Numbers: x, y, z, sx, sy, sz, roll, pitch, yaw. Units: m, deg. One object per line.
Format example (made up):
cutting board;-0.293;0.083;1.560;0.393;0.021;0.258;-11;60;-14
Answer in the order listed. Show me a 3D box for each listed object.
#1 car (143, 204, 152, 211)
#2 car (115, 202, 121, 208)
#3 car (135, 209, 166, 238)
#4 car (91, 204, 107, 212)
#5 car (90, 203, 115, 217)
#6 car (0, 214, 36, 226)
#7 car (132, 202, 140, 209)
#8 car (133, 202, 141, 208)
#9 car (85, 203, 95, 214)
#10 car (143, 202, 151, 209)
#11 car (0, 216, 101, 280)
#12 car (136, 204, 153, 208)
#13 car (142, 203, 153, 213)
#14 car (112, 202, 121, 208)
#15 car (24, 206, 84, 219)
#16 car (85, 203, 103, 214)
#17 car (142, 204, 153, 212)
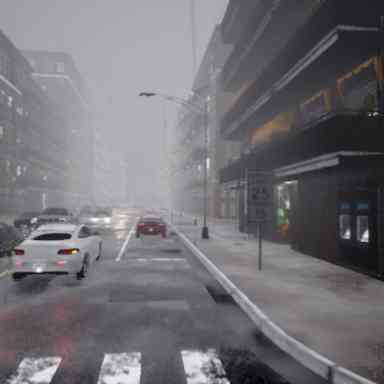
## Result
car;-9.478;3.242;70.682;1.802;1.307;4.206;2;-2;-8
car;-20.079;3.482;86.420;1.887;1.381;4.507;2;-2;-8
car;-2.522;1.963;20.223;1.887;1.381;4.507;2;-2;-8
car;-16.256;2.793;58.378;2.008;1.369;4.403;2;-2;-8
car;-11.446;2.496;42.807;1.895;1.301;4.718;1;-2;-7
car;-7.176;1.657;10.861;2.033;1.411;5.357;1;-2;-8
car;-13.585;3.396;80.822;2.033;1.411;5.357;1;-2;-8
car;-15.019;3.532;91.357;2.128;1.511;4.902;1;-2;-8
car;-14.727;2.531;47.162;1.947;1.339;4.313;2;-2;-8
car;-11.767;3.517;87.511;1.967;1.590;4.097;2;-2;-8
car;-3.963;1.663;10.251;1.812;1.442;4.674;1;-2;-8
car;-4.889;2.375;37.035;1.887;1.381;4.507;2;-2;-8
car;-7.944;2.823;59.470;1.967;1.590;4.097;2;-2;-8
car;-20.819;3.597;91.859;1.752;1.417;4.829;2;-2;-8
car;-8.561;1.715;21.071;2.097;1.767;4.553;1;-2;-8
car;-15.488;2.544;52.774;1.967;1.590;4.097;2;-2;-8
car;-8.712;3.072;65.074;2.008;1.369;4.403;2;-2;-8
